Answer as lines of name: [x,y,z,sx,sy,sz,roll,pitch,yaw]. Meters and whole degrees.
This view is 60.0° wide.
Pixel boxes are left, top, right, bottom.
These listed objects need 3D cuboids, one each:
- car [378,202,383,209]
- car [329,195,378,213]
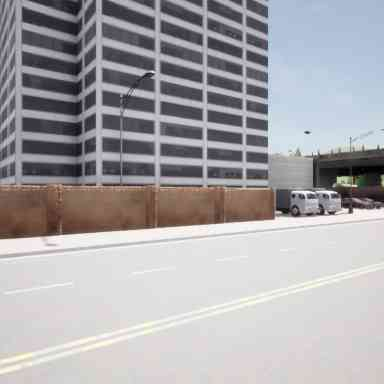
car: [22.980,1.508,44.099,1.994,1.385,4.181,0,0,-36]
car: [20.252,1.470,41.897,1.812,1.442,4.674,0,0,-36]
